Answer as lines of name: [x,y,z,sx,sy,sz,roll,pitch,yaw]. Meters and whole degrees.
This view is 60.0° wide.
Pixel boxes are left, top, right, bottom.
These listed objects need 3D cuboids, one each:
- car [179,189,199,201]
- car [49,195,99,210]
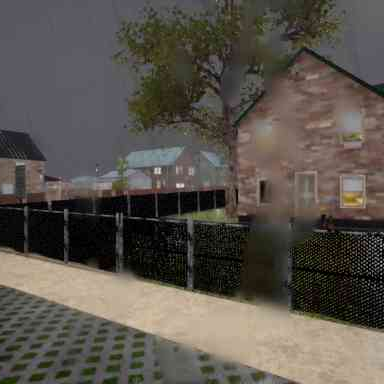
car: [-0.652,0.426,36.803,2.033,1.411,5.357,-1,2,36]
car: [-8.742,0.918,25.589,2.033,1.411,5.357,-1,2,36]
